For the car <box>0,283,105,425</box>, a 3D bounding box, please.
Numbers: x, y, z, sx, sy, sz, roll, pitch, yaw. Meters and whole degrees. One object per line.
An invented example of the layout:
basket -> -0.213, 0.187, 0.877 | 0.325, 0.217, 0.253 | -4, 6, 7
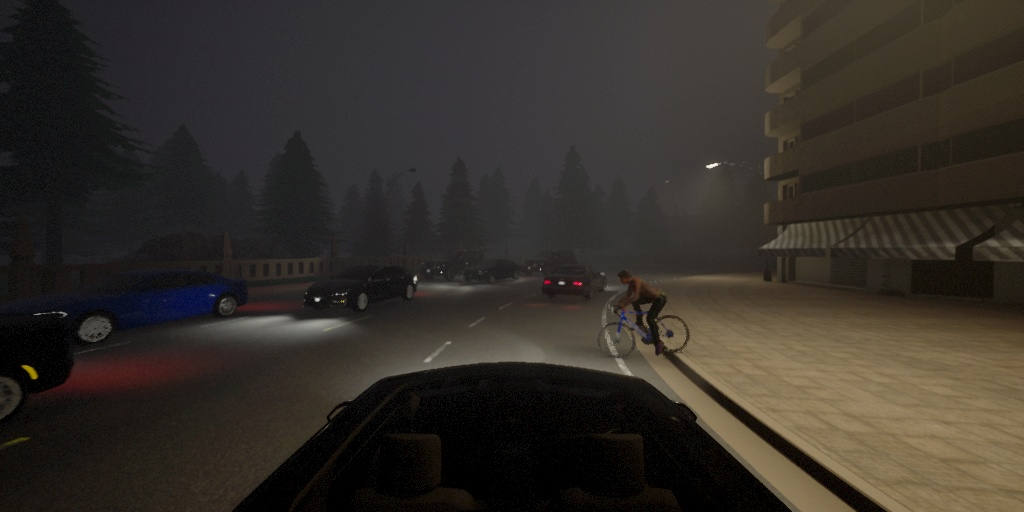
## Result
car -> -6.855, 1.210, 2.601 | 1.882, 1.535, 5.008 | 0, 1, 4

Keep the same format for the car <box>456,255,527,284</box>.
car -> -1.209, 0.888, 23.655 | 1.882, 1.535, 5.008 | 0, 1, 31

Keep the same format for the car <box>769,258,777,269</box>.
car -> 30.745, 0.709, 39.358 | 4.674, 1.442, 1.812 | 0, 1, -5

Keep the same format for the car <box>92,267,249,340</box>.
car -> -9.636, 1.103, 9.437 | 1.882, 1.535, 5.008 | 0, 1, 9

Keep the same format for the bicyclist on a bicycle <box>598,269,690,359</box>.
bicyclist on a bicycle -> 2.345, 1.045, 6.602 | 1.656, 1.620, 0.582 | -9, 0, 7

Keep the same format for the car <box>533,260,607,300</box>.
car -> 2.973, 1.073, 16.281 | 2.033, 1.411, 5.357 | 0, 1, 24

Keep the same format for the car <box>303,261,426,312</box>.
car -> -5.373, 1.070, 13.425 | 1.837, 1.490, 4.892 | 0, 1, 16

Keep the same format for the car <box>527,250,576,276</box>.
car -> 3.194, 0.543, 29.497 | 2.150, 2.045, 5.566 | 1, 1, 43

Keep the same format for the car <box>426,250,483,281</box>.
car -> -4.026, 0.581, 25.794 | 2.150, 2.045, 5.566 | 1, 1, 31
